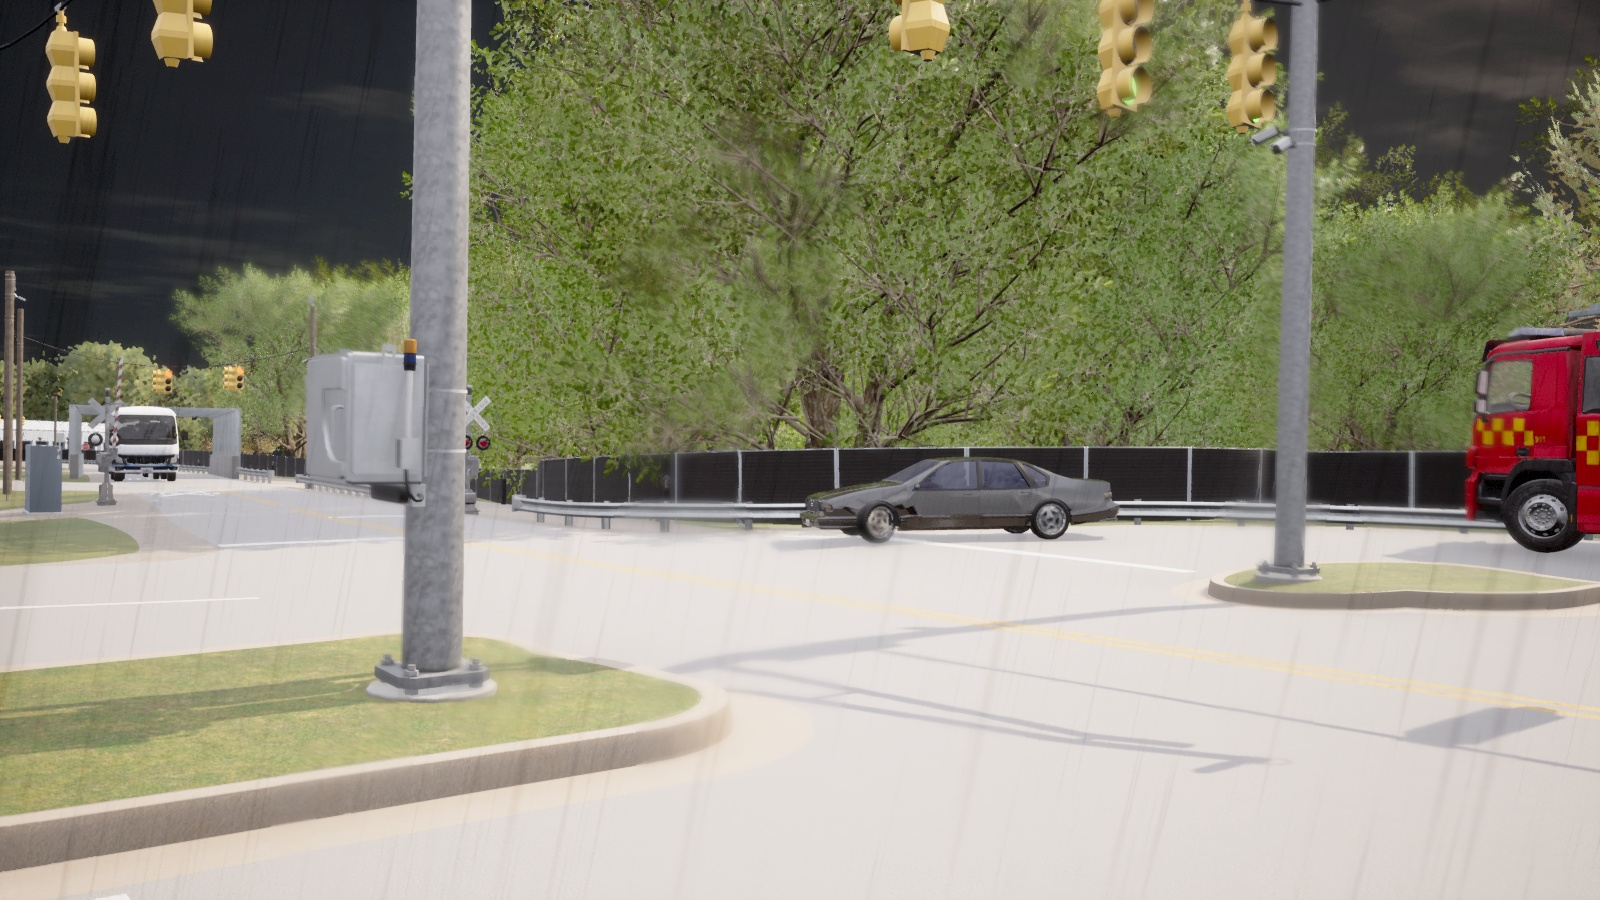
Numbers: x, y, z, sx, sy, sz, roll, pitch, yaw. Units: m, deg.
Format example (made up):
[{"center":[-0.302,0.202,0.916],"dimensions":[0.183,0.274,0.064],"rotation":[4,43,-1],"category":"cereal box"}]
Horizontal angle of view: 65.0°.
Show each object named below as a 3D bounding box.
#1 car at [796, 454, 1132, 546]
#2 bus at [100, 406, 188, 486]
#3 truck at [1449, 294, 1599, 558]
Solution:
[{"center":[2.765,0.806,21.675],"dimensions":[5.357,1.411,2.033],"rotation":[-1,0,-11],"category":"car"},{"center":[-38.123,-0.188,72.778],"dimensions":[3.944,4.253,10.273],"rotation":[0,0,-31],"category":"bus"},{"center":[13.219,-0.340,17.421],"dimensions":[2.891,3.827,8.468],"rotation":[0,1,-10],"category":"truck"}]
